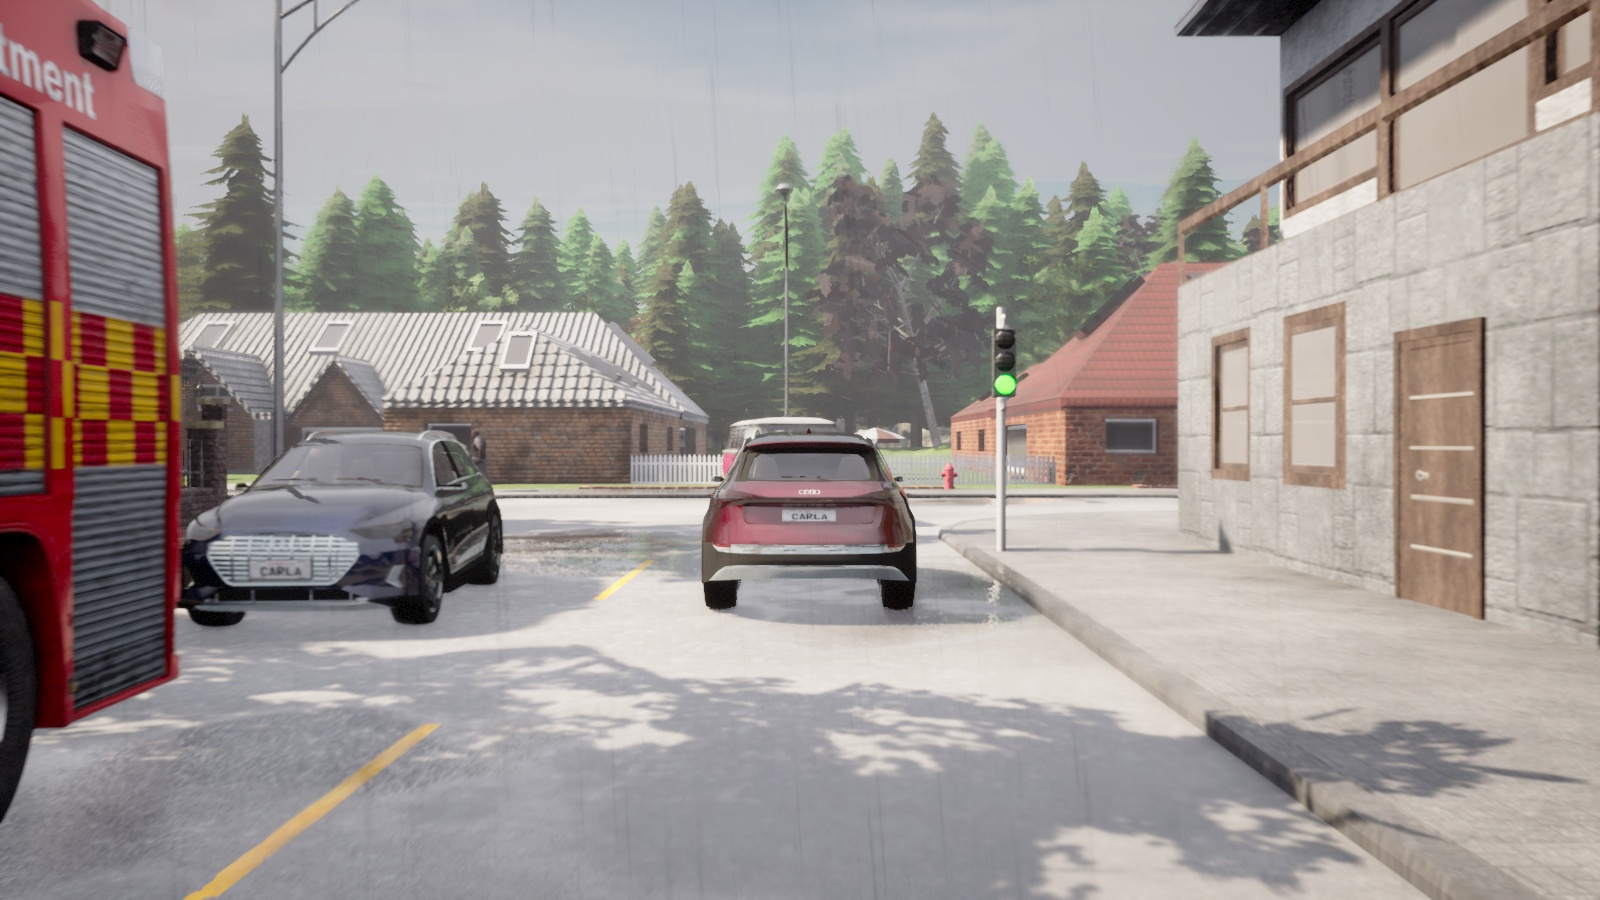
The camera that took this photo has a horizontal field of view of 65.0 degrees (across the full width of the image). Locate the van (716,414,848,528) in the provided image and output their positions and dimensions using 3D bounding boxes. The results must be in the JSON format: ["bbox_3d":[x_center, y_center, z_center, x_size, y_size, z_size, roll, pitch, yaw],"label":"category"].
[{"bbox_3d":[-0.460,0.361,24.344,1.775,1.987,4.442,0,0,-11],"label":"van"}]

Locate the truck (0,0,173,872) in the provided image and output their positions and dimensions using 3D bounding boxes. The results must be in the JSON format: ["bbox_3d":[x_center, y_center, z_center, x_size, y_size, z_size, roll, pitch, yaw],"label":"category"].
[{"bbox_3d":[-4.083,-0.429,1.399,2.891,3.827,8.468,0,0,-3],"label":"truck"}]

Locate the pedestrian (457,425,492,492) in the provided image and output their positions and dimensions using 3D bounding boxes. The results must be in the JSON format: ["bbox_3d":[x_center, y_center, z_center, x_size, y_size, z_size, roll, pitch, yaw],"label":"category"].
[{"bbox_3d":[-9.264,0.245,35.795,0.849,1.883,0.563,0,0,0],"label":"pedestrian"}]

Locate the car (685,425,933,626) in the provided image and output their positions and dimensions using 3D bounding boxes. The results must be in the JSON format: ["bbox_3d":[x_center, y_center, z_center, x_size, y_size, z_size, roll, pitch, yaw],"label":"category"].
[{"bbox_3d":[0.088,0.605,12.751,2.033,1.649,4.856,0,0,0],"label":"car"}]

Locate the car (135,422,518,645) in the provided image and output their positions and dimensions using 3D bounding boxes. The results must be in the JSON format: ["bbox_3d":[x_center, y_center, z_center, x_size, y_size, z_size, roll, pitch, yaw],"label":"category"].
[{"bbox_3d":[-4.072,0.607,11.799,2.033,1.649,4.856,0,0,-4],"label":"car"}]
